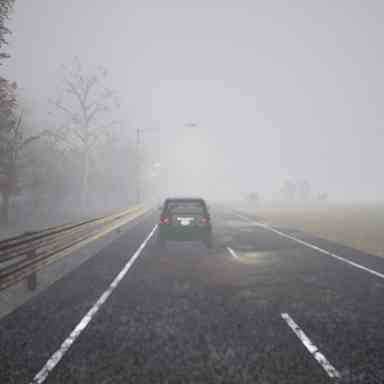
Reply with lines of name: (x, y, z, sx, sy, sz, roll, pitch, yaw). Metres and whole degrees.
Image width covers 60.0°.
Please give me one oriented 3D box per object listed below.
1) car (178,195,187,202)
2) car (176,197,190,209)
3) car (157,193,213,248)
car: (-2.047, 1.441, 72.434, 1.837, 1.490, 4.892, 0, 0, -2)
car: (-1.221, 1.480, 44.803, 1.837, 1.490, 4.892, 0, 0, -2)
car: (-0.324, 1.213, 14.866, 2.150, 2.045, 5.566, 0, 0, -2)
